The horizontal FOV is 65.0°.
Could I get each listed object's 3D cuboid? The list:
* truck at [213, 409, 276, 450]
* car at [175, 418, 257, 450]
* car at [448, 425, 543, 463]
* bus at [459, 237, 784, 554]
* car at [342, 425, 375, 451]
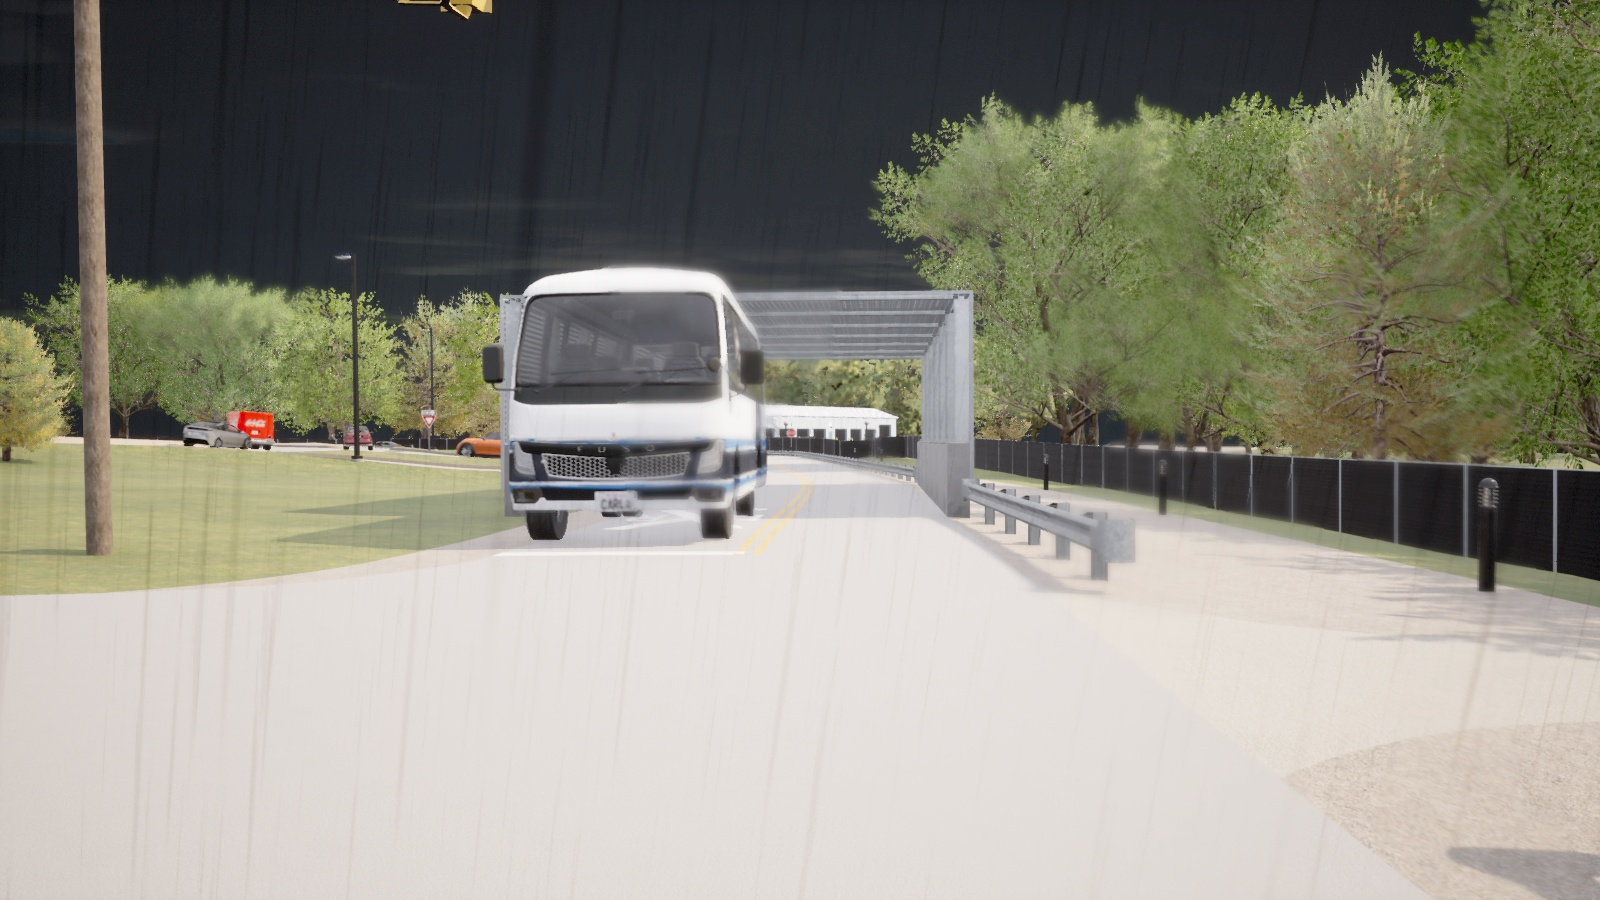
[{"bbox_3d":[-36.743,-1.301,82.982,2.627,2.467,5.204,5,-2,-36],"label":"truck"},{"bbox_3d":[-32.351,-0.875,69.708,2.007,1.525,4.514,6,0,6],"label":"car"},{"bbox_3d":[-16.859,-0.328,69.668,4.553,1.767,2.097,4,0,13],"label":"car"},{"bbox_3d":[-2.495,-0.762,22.129,3.944,4.253,10.273,0,0,2],"label":"bus"},{"bbox_3d":[-27.643,-0.777,78.721,1.789,1.549,3.705,-1,1,-17],"label":"car"}]
